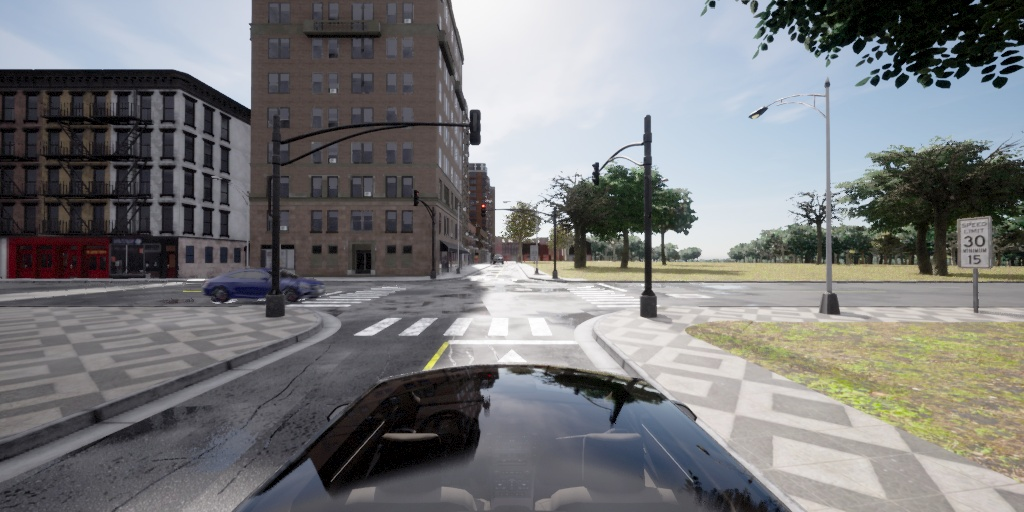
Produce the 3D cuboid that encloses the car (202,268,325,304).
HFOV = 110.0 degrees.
[{"bbox_3d":[-10.589,1.241,15.446,4.674,1.442,1.812,0,-1,0],"label":"car"}]
